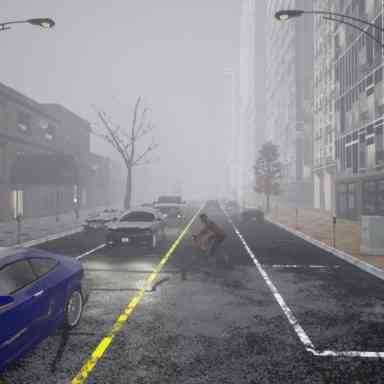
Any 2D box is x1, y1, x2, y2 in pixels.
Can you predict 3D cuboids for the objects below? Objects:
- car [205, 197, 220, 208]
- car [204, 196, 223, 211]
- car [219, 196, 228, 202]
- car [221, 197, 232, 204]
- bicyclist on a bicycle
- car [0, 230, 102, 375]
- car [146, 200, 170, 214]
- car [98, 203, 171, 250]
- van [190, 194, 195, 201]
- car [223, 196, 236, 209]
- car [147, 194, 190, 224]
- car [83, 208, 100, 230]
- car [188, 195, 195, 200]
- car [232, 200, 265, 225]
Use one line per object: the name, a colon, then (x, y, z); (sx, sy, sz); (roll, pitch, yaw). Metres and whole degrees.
car: (3.163, 1.512, 50.957); (2.128, 1.511, 4.902); (0, 0, 4)
car: (2.543, 1.521, 40.889); (1.837, 1.490, 4.892); (0, 0, 4)
car: (7.593, 1.603, 80.314); (1.947, 1.339, 4.313); (1, 0, 4)
car: (6.545, 1.593, 63.414); (1.947, 1.339, 4.313); (1, 0, 4)
bicyclist on a bicycle: (0.519, 1.456, 9.749); (1.656, 1.620, 0.582); (-2, 0, 4)
car: (-2.932, 1.527, 4.251); (1.812, 1.442, 4.674); (0, 0, 5)
car: (-3.597, 1.595, 35.827); (1.802, 1.307, 4.206); (1, 0, 4)
car: (-2.288, 1.482, 14.686); (1.882, 1.535, 5.008); (0, 0, 4)
van: (-0.414, 1.381, 86.522); (1.690, 1.788, 3.998); (1, 0, 4)
car: (5.497, 1.564, 46.514); (1.887, 1.381, 4.507); (1, 0, 4)
car: (-1.626, 1.230, 25.223); (2.150, 2.045, 5.566); (0, 0, 4)
car: (-4.740, 1.557, 18.933); (2.008, 1.369, 4.403); (1, 0, 4)
car: (-0.069, 1.625, 92.156); (1.802, 1.307, 4.206); (1, 0, 4)
car: (4.202, 1.559, 23.976); (2.008, 1.369, 4.403); (1, 0, 4)
